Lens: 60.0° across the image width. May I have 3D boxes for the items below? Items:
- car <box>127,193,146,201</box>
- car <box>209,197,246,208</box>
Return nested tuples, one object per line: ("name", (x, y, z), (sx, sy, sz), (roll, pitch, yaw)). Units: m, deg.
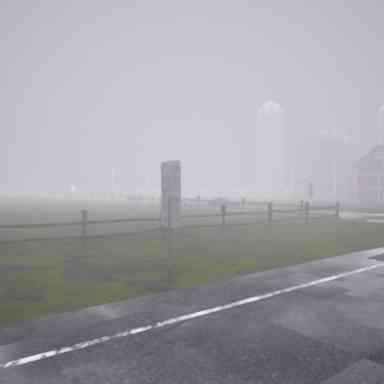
("car", (-9.837, 0.923, 58.880), (2.128, 1.511, 4.902), (-1, 1, -35))
("car", (4.130, 1.261, 39.396), (1.895, 1.301, 4.718), (-1, 1, -36))
